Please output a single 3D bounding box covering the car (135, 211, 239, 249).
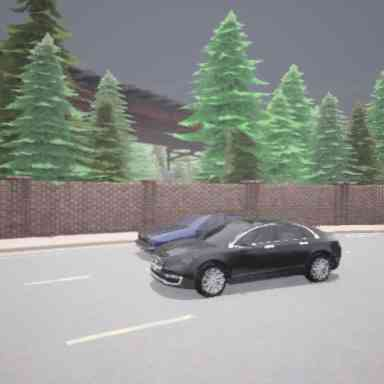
[{"bbox_3d":[0.765,1.418,11.859,5.357,1.411,2.033,0,1,-23],"label":"car"}]

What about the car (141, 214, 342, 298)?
[{"bbox_3d":[1.430,1.420,8.214,4.892,1.490,1.837,0,0,-23],"label":"car"}]
